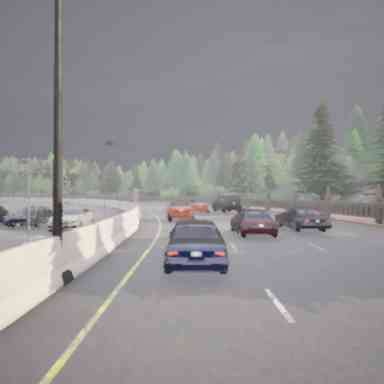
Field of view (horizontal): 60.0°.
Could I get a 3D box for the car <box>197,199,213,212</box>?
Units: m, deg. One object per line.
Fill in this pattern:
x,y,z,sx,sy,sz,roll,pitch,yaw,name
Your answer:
0.455,1.546,38.692,2.097,1.767,4.553,0,0,-13,car

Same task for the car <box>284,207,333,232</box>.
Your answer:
6.751,1.657,20.793,2.033,1.411,5.357,0,0,-4,car

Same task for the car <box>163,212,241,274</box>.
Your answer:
0.102,1.602,10.762,2.033,1.411,5.357,0,0,0,car

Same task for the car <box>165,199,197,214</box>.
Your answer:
-1.161,1.495,28.711,2.097,1.767,4.553,0,0,-8,car

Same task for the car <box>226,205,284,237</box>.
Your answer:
3.359,1.660,18.659,1.994,1.385,4.181,0,0,-3,car

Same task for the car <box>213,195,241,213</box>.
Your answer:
4.018,1.420,39.050,2.150,2.045,5.566,0,0,-13,car
